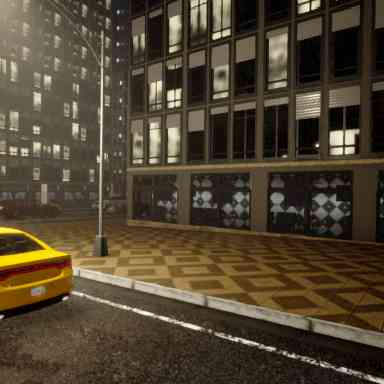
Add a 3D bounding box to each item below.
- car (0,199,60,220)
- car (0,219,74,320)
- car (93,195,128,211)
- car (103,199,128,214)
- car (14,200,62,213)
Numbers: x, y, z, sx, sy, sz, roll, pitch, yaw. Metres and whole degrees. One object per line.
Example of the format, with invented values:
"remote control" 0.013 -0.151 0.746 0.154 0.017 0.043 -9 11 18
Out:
"car" -14.399 1.519 29.607 2.192 1.841 5.009 1 0 36
"car" -4.551 1.474 6.898 5.008 1.535 1.882 0 0 35
"car" -10.577 1.460 44.586 2.150 2.045 5.566 1 0 36
"car" -7.629 1.830 38.839 1.752 1.417 4.829 1 0 36
"car" -17.924 1.643 38.972 1.752 1.417 4.829 1 0 36
